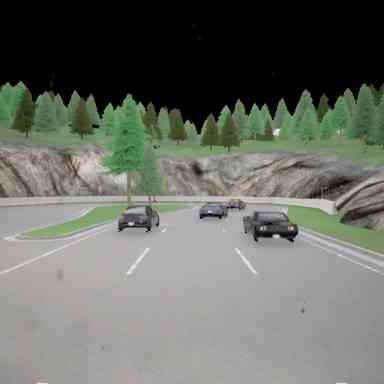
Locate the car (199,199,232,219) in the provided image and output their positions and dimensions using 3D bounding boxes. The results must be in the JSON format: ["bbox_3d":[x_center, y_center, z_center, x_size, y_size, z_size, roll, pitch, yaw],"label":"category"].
[{"bbox_3d":[1.964,1.564,29.050,1.994,1.385,4.181,0,0,14],"label":"car"}]

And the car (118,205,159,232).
[{"bbox_3d":[-3.128,1.526,20.022,1.812,1.442,4.674,0,0,3],"label":"car"}]

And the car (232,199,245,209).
[{"bbox_3d":[5.506,1.547,41.900,2.033,1.411,5.357,0,0,16],"label":"car"}]

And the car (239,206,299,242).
[{"bbox_3d":[3.699,1.601,16.495,1.895,1.301,4.718,0,0,2],"label":"car"}]
